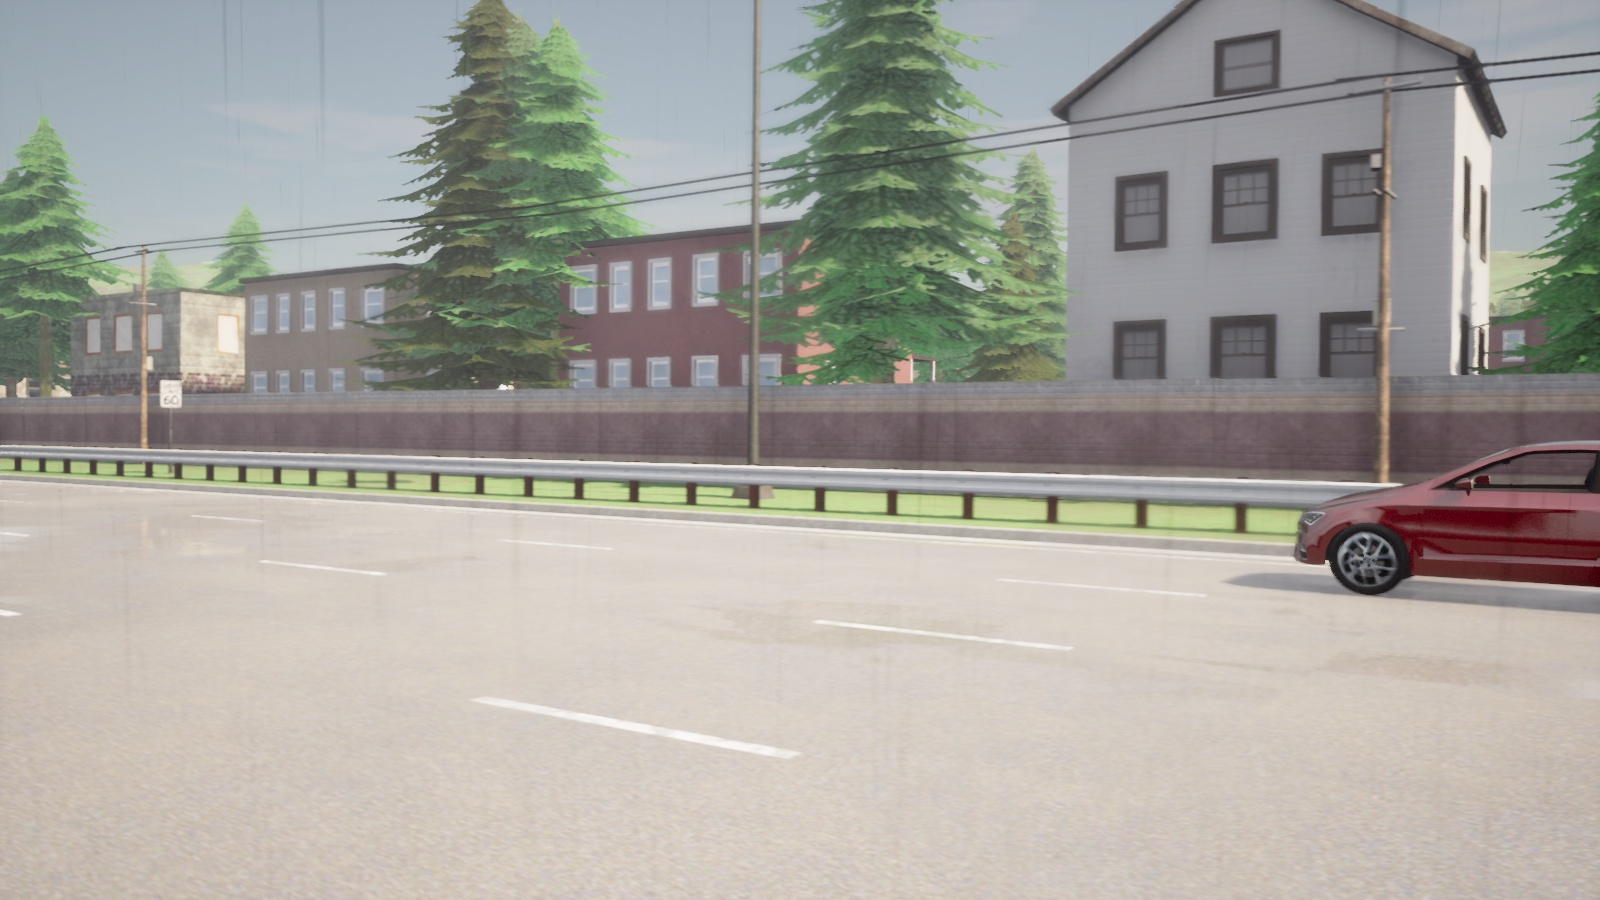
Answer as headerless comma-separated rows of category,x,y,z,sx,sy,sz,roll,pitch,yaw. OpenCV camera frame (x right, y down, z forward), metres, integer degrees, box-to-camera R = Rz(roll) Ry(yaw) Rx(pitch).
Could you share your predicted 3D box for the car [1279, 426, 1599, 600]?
car,6.859,0.523,11.671,4.193,1.474,1.816,0,1,34
